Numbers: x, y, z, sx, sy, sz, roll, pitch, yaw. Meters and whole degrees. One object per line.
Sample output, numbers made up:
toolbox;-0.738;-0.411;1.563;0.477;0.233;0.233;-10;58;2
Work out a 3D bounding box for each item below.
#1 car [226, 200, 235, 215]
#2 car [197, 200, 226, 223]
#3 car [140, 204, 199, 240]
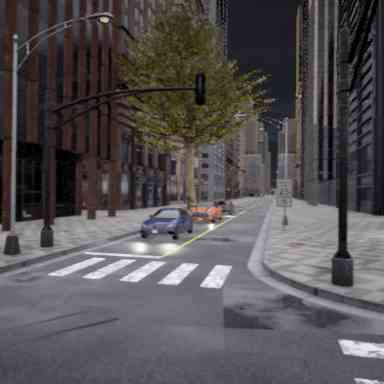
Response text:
car;3.694;1.698;37.244;1.837;1.490;4.892;1;0;14
car;1.177;1.473;27.203;2.097;1.767;4.553;1;0;14
car;-1.174;1.589;17.807;1.812;1.442;4.674;1;0;14
